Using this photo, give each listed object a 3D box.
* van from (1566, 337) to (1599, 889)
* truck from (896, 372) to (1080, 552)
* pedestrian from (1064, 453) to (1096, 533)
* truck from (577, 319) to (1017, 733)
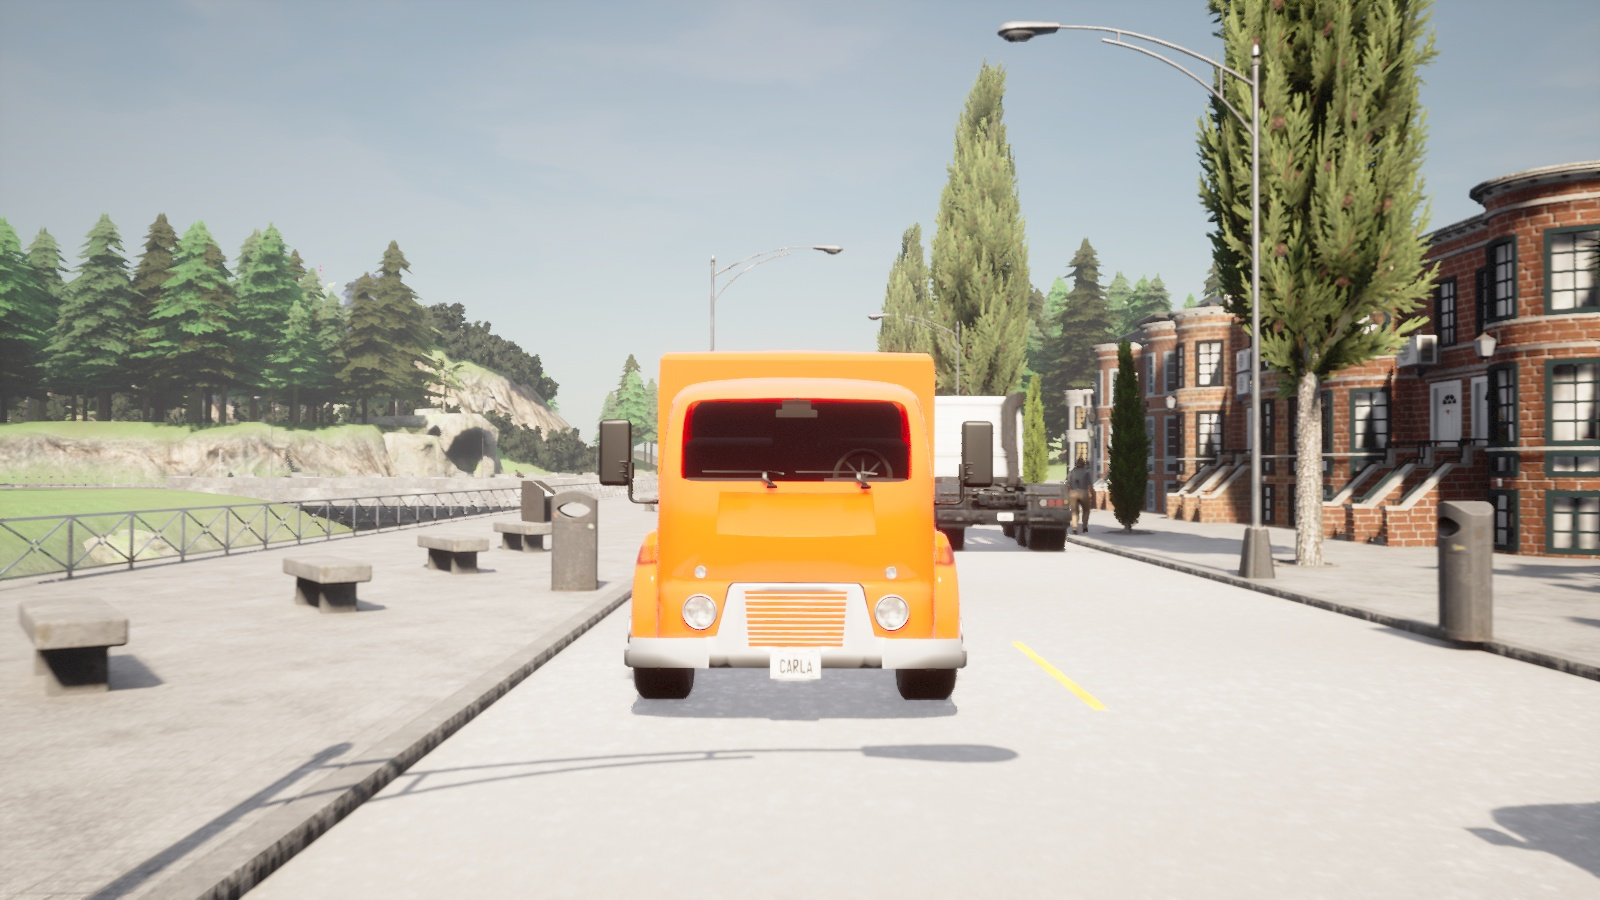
[{"bbox_3d":[3.991,0.565,2.578,2.069,2.038,4.480,0,-1,0],"label":"van"},{"bbox_3d":[3.923,0.289,28.180,2.891,3.462,7.936,0,-1,0],"label":"truck"},{"bbox_3d":[6.546,0.989,29.324,0.540,1.848,0.694,-1,-1,29],"label":"pedestrian"},{"bbox_3d":[-0.030,0.498,10.126,2.627,2.467,5.204,0,-1,0],"label":"truck"}]
